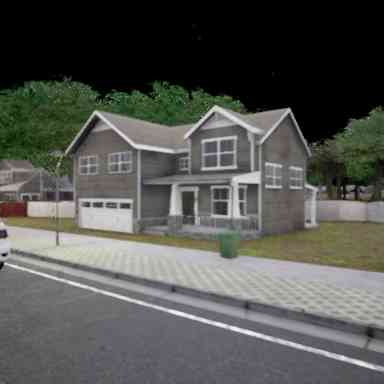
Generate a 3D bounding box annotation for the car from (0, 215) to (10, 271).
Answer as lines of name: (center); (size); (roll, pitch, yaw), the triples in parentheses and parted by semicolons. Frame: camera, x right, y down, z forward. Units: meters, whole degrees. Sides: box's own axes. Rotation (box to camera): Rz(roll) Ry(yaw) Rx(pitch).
car: (-7.560, 1.315, 9.961); (5.566, 2.045, 2.150); (-1, -1, 38)
